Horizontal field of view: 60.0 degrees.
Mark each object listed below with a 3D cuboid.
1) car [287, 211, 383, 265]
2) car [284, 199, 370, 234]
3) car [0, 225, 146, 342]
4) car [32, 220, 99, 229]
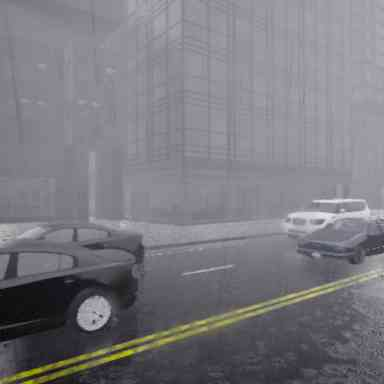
[{"bbox_3d":[6.164,1.660,12.356,5.357,1.411,2.033,0,-1,-37],"label":"car"},{"bbox_3d":[7.148,1.379,17.142,5.566,2.045,2.150,0,-1,-36],"label":"car"},{"bbox_3d":[-3.294,1.539,5.295,5.008,1.535,1.882,0,-1,-37],"label":"car"},{"bbox_3d":[-3.690,1.577,9.055,5.008,1.535,1.882,0,-1,-37],"label":"car"}]
